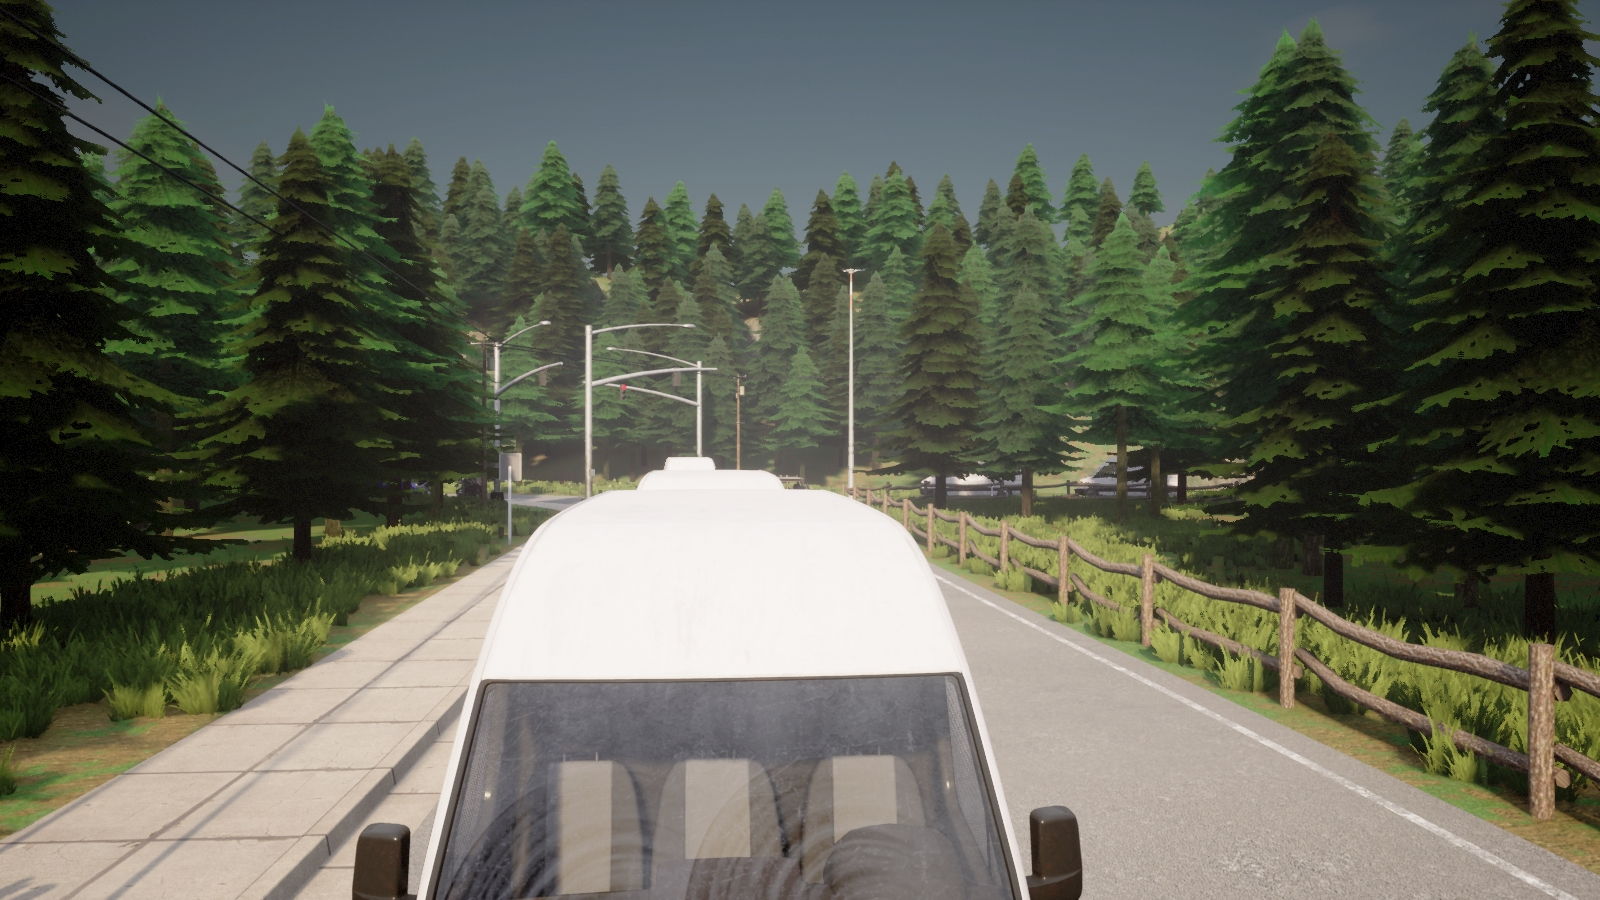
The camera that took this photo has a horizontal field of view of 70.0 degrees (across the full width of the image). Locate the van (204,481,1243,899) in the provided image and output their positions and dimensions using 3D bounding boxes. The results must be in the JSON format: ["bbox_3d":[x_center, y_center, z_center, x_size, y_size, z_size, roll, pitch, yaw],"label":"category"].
[{"bbox_3d":[-0.347,1.499,5.139,1.988,2.561,5.915,0,0,-5],"label":"van"}]

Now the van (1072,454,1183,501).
[{"bbox_3d":[18.439,1.534,64.313,5.915,2.561,1.988,0,0,18],"label":"van"}]
